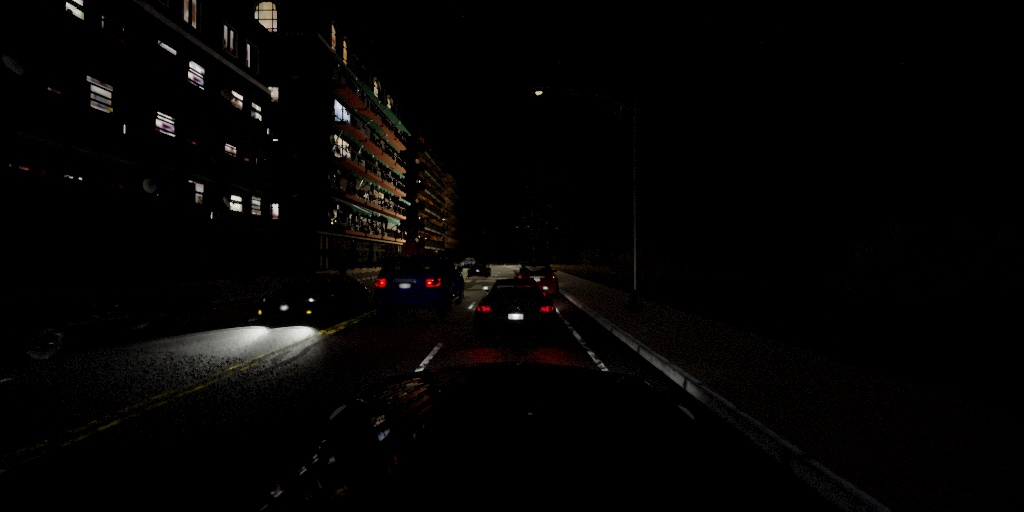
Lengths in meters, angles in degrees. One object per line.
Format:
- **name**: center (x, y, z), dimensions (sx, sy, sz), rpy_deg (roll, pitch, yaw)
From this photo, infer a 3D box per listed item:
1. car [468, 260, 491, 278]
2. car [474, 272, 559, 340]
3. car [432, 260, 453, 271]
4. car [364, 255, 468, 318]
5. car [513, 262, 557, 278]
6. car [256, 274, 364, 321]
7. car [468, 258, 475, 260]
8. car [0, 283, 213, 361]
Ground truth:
- **car**: center (-3.134, 1.317, 34.733), dimensions (1.994, 1.385, 4.181), rpy_deg (0, 0, 0)
- **car**: center (0.099, 1.315, 9.967), dimensions (1.994, 1.385, 4.181), rpy_deg (0, 0, 0)
- **car**: center (-9.822, 1.298, 51.063), dimensions (2.033, 1.411, 5.357), rpy_deg (0, 0, 0)
- **car**: center (-3.144, 0.972, 13.200), dimensions (2.150, 2.045, 5.566), rpy_deg (0, 0, 0)
- **car**: center (1.146, 1.103, 18.548), dimensions (2.097, 1.767, 4.553), rpy_deg (0, 0, 0)
- **car**: center (-6.594, 1.315, 12.358), dimensions (1.994, 1.385, 4.181), rpy_deg (0, 0, 0)
- **car**: center (-6.562, 1.103, 55.057), dimensions (2.097, 1.767, 4.553), rpy_deg (0, 0, 0)
- **car**: center (-9.848, 1.352, 8.416), dimensions (1.895, 1.301, 4.718), rpy_deg (0, 0, 0)
